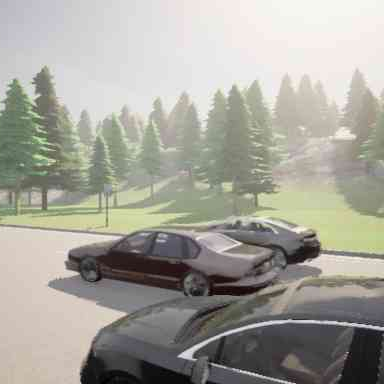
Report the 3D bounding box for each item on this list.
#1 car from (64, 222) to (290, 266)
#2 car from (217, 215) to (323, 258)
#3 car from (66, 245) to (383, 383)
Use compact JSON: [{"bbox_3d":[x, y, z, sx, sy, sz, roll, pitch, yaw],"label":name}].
[{"bbox_3d":[-0.630,1.548,8.074,5.357,1.411,2.033,0,0,30],"label":"car"},{"bbox_3d":[1.540,1.492,10.606,4.902,1.511,2.128,0,0,32],"label":"car"},{"bbox_3d":[1.189,1.502,2.683,4.892,1.490,1.837,-1,-1,32],"label":"car"}]
